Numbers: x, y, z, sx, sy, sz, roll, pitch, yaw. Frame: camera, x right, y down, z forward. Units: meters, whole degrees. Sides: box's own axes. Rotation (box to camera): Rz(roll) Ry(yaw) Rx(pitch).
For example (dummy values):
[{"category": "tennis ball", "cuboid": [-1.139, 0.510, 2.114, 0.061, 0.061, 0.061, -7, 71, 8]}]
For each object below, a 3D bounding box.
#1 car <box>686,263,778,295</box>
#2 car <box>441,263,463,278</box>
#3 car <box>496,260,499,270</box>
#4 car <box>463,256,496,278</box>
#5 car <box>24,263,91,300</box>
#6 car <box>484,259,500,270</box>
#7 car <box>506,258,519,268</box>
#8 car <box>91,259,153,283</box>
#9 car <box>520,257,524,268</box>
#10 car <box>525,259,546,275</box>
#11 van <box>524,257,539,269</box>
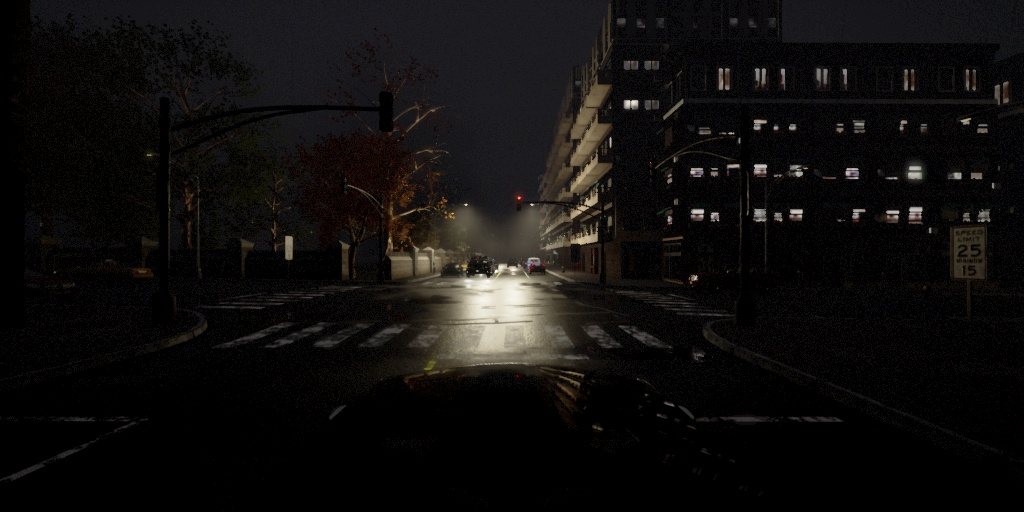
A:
[{"category": "car", "cuboid": [13.479, 1.353, 21.998, 5.009, 1.841, 2.192, 0, 0, 0]}, {"category": "car", "cuboid": [-5.642, 1.330, 34.367, 1.948, 1.339, 4.313, 0, 0, 0]}, {"category": "car", "cuboid": [-3.034, 1.322, 44.906, 2.033, 1.411, 5.357, 0, 0, 0]}, {"category": "car", "cuboid": [-3.037, 0.986, 34.654, 2.150, 2.045, 5.566, 0, 0, 1]}, {"category": "car", "cuboid": [-18.945, 1.007, 13.356, 4.207, 1.307, 1.802, 0, 0, 0]}, {"category": "car", "cuboid": [-3.010, 1.279, 55.005, 2.128, 1.511, 4.902, 0, 0, 0]}, {"category": "car", "cuboid": [0.090, 1.304, 62.659, 1.837, 1.490, 4.892, 0, 0, 0]}, {"category": "car", "cuboid": [-24.714, 0.882, 21.690, 4.829, 1.417, 1.751, 0, 0, 0]}, {"category": "car", "cuboid": [2.772, 1.230, 56.875, 1.967, 1.591, 4.097, 0, 0, 0]}, {"category": "car", "cuboid": [2.747, 1.314, 39.985, 1.888, 1.381, 4.507, 0, 0, 0]}, {"category": "van", "cuboid": [2.756, 1.116, 45.615, 1.690, 1.789, 3.998, 0, 0, 0]}]
